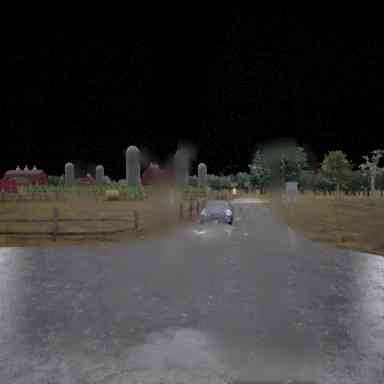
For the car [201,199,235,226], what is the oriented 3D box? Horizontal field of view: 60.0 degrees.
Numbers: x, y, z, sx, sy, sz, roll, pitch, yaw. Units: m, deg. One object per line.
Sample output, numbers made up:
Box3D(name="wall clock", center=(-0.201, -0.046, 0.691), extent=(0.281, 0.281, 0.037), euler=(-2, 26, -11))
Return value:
Box3D(name="car", center=(1.896, 1.329, 23.386), extent=(2.097, 1.767, 4.553), euler=(0, 0, 10))
